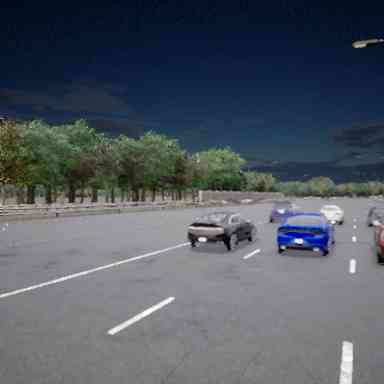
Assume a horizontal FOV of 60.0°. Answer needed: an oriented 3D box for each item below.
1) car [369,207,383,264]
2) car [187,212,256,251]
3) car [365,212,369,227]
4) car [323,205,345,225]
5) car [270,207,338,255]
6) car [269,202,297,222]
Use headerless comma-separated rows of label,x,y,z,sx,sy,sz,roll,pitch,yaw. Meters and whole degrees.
car,7.739,1.478,11.955,2.097,1.767,4.553,0,-1,27
car,1.498,1.660,15.124,2.128,1.511,4.902,0,-1,27
car,13.982,1.815,24.613,2.033,1.411,5.357,0,-1,27
car,11.456,1.827,27.374,1.812,1.442,4.674,0,-1,27
car,4.968,1.632,14.231,1.882,1.535,5.008,0,0,27
car,8.107,1.668,28.504,2.097,1.767,4.553,0,-1,27
